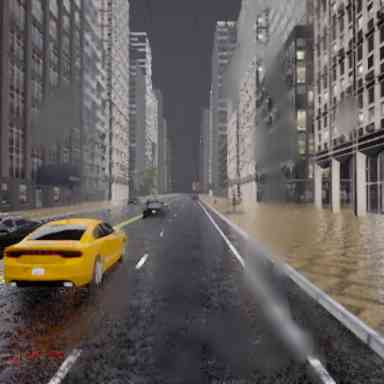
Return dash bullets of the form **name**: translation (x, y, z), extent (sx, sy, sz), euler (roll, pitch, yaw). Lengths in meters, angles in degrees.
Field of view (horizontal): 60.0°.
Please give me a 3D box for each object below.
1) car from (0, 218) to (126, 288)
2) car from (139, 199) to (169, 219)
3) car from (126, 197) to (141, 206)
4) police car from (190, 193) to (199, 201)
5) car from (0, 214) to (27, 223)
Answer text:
- **car**: translation (-3.147, 1.486, 9.307), extent (1.882, 1.535, 5.008), euler (0, 0, 0)
- **car**: translation (-3.147, 1.590, 29.450), extent (1.994, 1.385, 4.181), euler (0, 0, 0)
- **car**: translation (-9.791, 1.551, 56.103), extent (1.837, 1.490, 4.892), euler (0, 0, 1)
- **police car**: translation (0.986, 1.502, 90.681), extent (1.930, 1.638, 5.238), euler (0, 0, 0)
- **car**: translation (-6.599, 1.501, 10.736), extent (2.128, 1.511, 4.902), euler (0, 0, 0)
